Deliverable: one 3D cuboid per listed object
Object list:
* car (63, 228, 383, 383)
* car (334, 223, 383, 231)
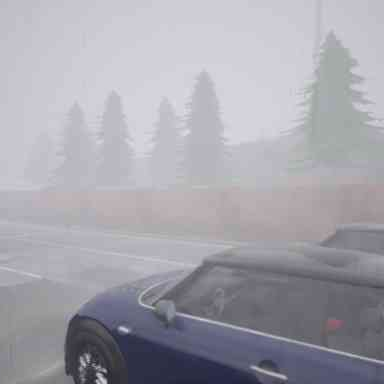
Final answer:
[{"bbox_3d":[0.681,1.359,3.504,4.553,1.767,2.097,0,0,36],"label":"car"},{"bbox_3d":[3.087,1.356,6.086,4.553,1.767,2.097,0,0,36],"label":"car"}]
